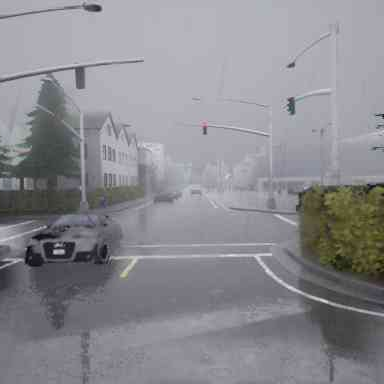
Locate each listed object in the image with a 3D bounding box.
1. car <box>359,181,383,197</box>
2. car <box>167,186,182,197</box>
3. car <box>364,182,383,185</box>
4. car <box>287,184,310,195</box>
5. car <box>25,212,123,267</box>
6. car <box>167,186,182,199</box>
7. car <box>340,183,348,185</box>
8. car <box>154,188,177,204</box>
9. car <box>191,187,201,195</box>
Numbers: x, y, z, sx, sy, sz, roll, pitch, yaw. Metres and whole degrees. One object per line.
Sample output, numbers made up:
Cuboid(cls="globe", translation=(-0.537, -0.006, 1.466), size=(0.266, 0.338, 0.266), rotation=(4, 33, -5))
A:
Cuboid(cls="car", translation=(22.912, -0.365, 41.345), size=(1.932, 1.855, 4.605), rotation=(-1, 2, 0))
Cuboid(cls="car", translation=(-2.849, -0.145, 55.777), size=(2.097, 1.767, 4.553), rotation=(-1, 2, 1))
Cuboid(cls="car", translation=(19.543, -0.105, 33.516), size=(1.905, 1.878, 3.866), rotation=(-1, 2, 0))
Cuboid(cls="car", translation=(16.082, -0.289, 51.434), size=(2.007, 1.523, 4.514), rotation=(-1, 2, 0))
Cuboid(cls="car", translation=(-3.400, 1.330, 10.329), size=(1.994, 1.385, 4.181), rotation=(-1, 0, -2))
Cuboid(cls="car", translation=(-2.965, 0.117, 46.047), size=(2.097, 1.767, 4.553), rotation=(-1, 2, 1))
Cuboid(cls="car", translation=(26.234, -0.841, 58.688), size=(2.152, 1.636, 5.027), rotation=(-1, 2, 0))
Cuboid(cls="car", translation=(-3.108, 0.609, 37.080), size=(1.895, 1.301, 4.718), rotation=(-1, 2, 1))
Cuboid(cls="car", translation=(0.785, -0.179, 60.713), size=(1.812, 1.442, 4.674), rotation=(-1, 2, 1))
